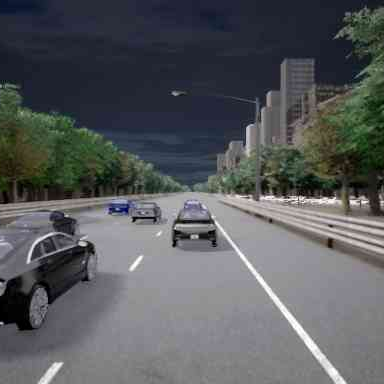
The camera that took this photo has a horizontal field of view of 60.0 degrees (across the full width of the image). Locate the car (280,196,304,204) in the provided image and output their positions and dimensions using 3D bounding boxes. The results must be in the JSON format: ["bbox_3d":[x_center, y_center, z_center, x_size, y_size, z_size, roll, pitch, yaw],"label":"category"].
[{"bbox_3d":[19.102,1.539,63.535,2.163,1.488,4.792,0,1,-36],"label":"car"}]

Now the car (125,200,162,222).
[{"bbox_3d":[-3.402,1.502,25.632,2.033,1.411,5.357,0,0,0],"label":"car"}]

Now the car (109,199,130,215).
[{"bbox_3d":[-6.904,1.407,33.241,1.882,1.535,5.008,0,0,0],"label":"car"}]

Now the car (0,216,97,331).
[{"bbox_3d":[-3.399,1.489,6.823,2.128,1.511,4.902,0,0,0],"label":"car"}]

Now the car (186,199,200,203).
[{"bbox_3d":[0.096,1.457,32.716,1.812,1.442,4.674,0,0,0],"label":"car"}]

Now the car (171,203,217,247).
[{"bbox_3d":[0.099,1.477,15.043,2.128,1.511,4.902,0,0,0],"label":"car"}]

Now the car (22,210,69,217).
[{"bbox_3d":[-6.902,1.547,15.710,1.994,1.385,4.181,0,0,0],"label":"car"}]
